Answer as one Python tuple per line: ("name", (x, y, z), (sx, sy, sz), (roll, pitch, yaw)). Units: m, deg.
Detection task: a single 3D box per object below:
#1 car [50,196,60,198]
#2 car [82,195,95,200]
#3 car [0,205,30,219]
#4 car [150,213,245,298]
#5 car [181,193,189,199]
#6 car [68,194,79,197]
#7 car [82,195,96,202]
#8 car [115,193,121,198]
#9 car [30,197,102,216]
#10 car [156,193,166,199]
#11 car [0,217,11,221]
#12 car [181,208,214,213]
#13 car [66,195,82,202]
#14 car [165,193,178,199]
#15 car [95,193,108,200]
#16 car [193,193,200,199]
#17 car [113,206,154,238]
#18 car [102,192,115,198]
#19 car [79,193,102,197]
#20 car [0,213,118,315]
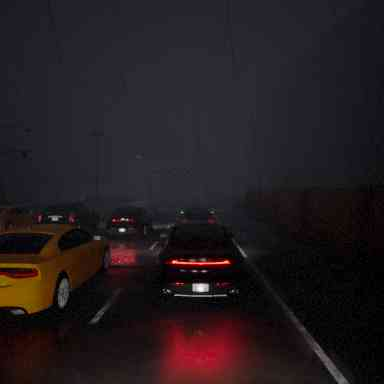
("car", (-27.199, 1.528, 66.193), (1.994, 1.385, 4.181), (0, 0, 1))
("car", (-26.799, 1.411, 86.344), (1.895, 1.301, 4.718), (0, 1, 1))
("car", (-10.199, 1.478, 18.474), (1.882, 1.535, 5.008), (0, 0, 1))
("car", (0.186, 1.505, 8.515), (1.837, 1.490, 4.892), (0, 0, 1))
("car", (-2.118, 1.046, 95.079), (2.097, 1.767, 4.553), (0, 1, 1))
("car", (-23.699, 1.330, 66.162), (2.097, 1.767, 4.553), (0, 0, 1))
("car", (-23.505, 1.469, 76.020), (1.994, 1.385, 4.181), (0, 0, 1))
("car", (-19.801, 1.172, 86.175), (2.097, 1.767, 4.553), (0, 1, 1))
("car", (-6.698, 1.352, 18.462), (2.097, 1.767, 4.553), (0, 0, 1))
("car", (-9.125, 1.170, 94.839), (1.882, 1.535, 5.008), (0, 1, 1))
("car", (-6.812, 1.564, 8.442), (1.994, 1.385, 4.181), (0, 0, 0))
("car", (0.305, 1.564, 18.632), (1.994, 1.385, 4.181), (0, 0, 1))
("car", (-27.001, 1.467, 76.255), (1.994, 1.385, 4.181), (0, 0, 1))
("car", (-5.625, 1.217, 94.765), (2.128, 1.511, 4.902), (0, 1, 1))
("car", (-23.303, 1.174, 86.083), (2.097, 1.767, 4.553), (0, 1, 1))
("car", (1.382, 1.242, 95.041), (1.994, 1.385, 4.181), (0, 1, 1))
("car", (-3.203, 1.505, 17.770), (1.837, 1.490, 4.892), (0, 0, 0))
("car", (-20.005, 1.141, 75.983), (2.150, 2.045, 5.566), (0, 0, 1))
("car", (-20.200, 1.311, 66.102), (2.097, 1.767, 4.553), (0, 0, 1))
("car", (-3.324, 1.478, 7.691), (1.882, 1.535, 5.008), (0, 0, 1))
